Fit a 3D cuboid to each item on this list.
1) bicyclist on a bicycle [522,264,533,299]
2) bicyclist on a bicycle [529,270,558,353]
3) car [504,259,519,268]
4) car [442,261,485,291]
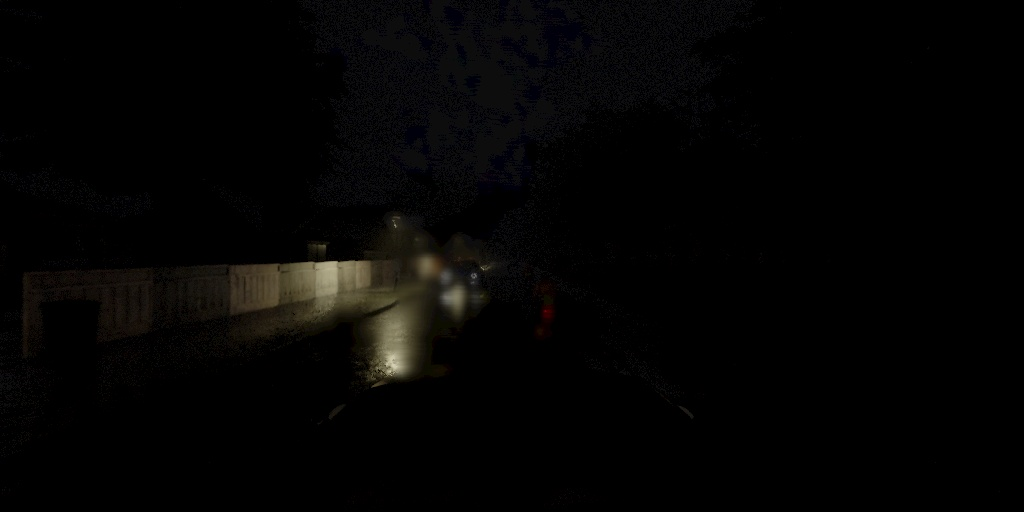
[{"bbox_3d":[0.772,1.206,16.887,0.582,1.620,1.656,0,0,0],"label":"bicyclist on a bicycle"},{"bbox_3d":[0.761,1.203,7.886,0.582,1.620,1.656,0,0,0],"label":"bicyclist on a bicycle"},{"bbox_3d":[0.169,1.275,60.813,2.128,1.511,4.902,0,0,0],"label":"car"},{"bbox_3d":[-2.828,1.106,21.607,2.097,1.767,4.553,0,0,0],"label":"car"}]
